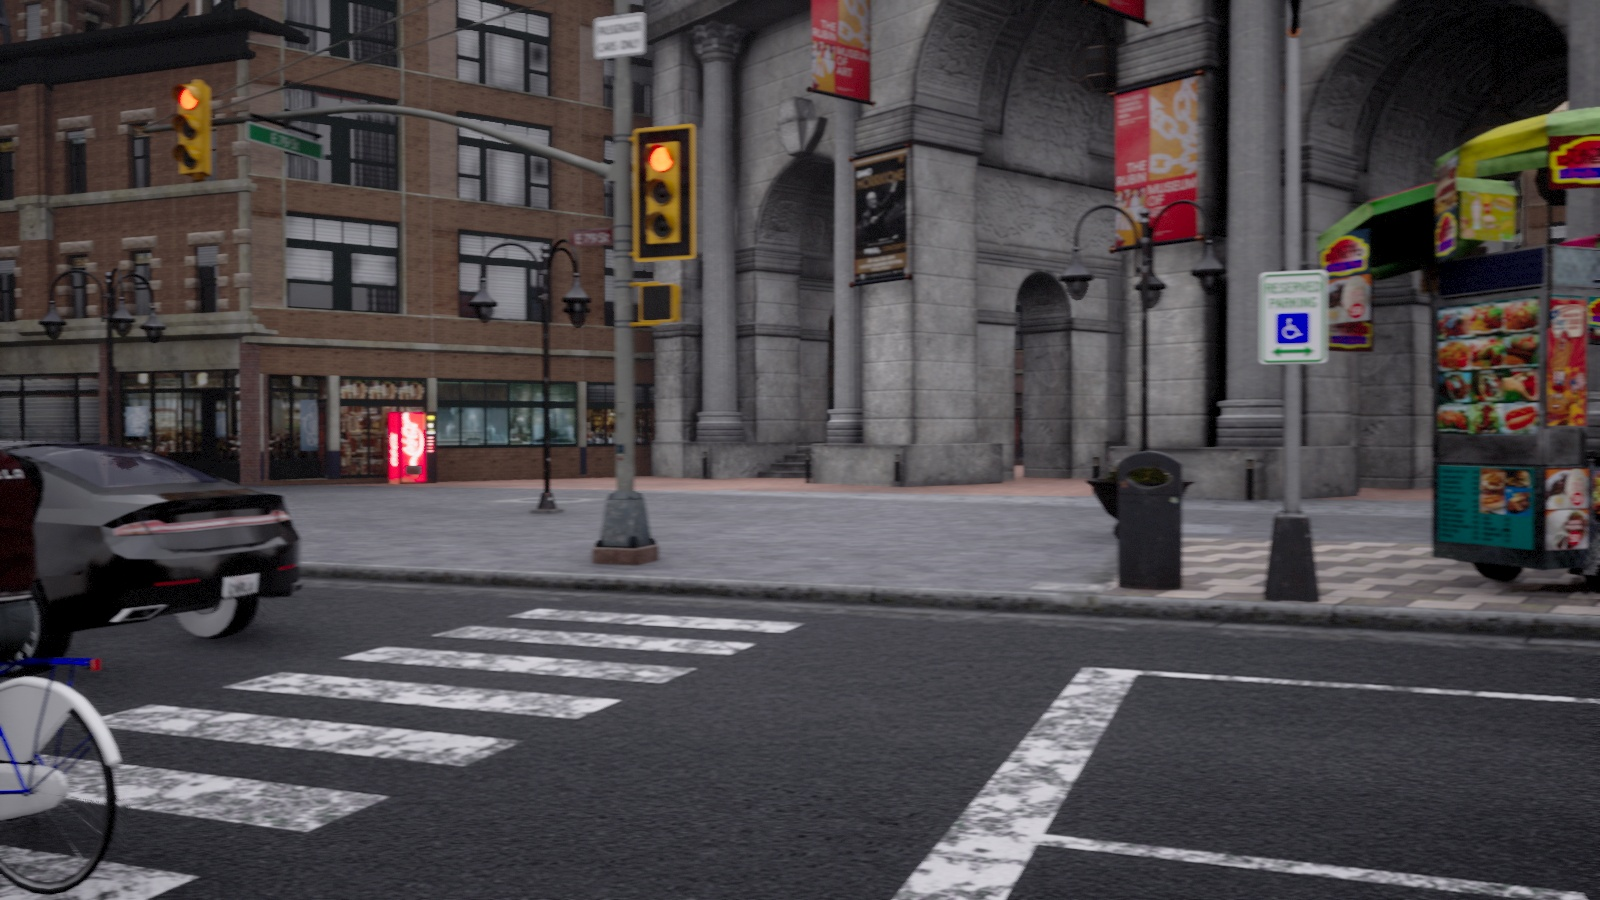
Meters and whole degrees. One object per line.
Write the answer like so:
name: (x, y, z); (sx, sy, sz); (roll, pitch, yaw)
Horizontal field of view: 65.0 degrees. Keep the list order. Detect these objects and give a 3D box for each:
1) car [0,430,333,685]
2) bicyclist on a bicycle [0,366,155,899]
car: (-6.189, 0.607, 9.316); (4.902, 1.511, 2.128); (1, 1, 21)
bicyclist on a bicycle: (-3.281, 0.611, 4.491); (1.843, 1.776, 0.659); (1, 1, 20)
